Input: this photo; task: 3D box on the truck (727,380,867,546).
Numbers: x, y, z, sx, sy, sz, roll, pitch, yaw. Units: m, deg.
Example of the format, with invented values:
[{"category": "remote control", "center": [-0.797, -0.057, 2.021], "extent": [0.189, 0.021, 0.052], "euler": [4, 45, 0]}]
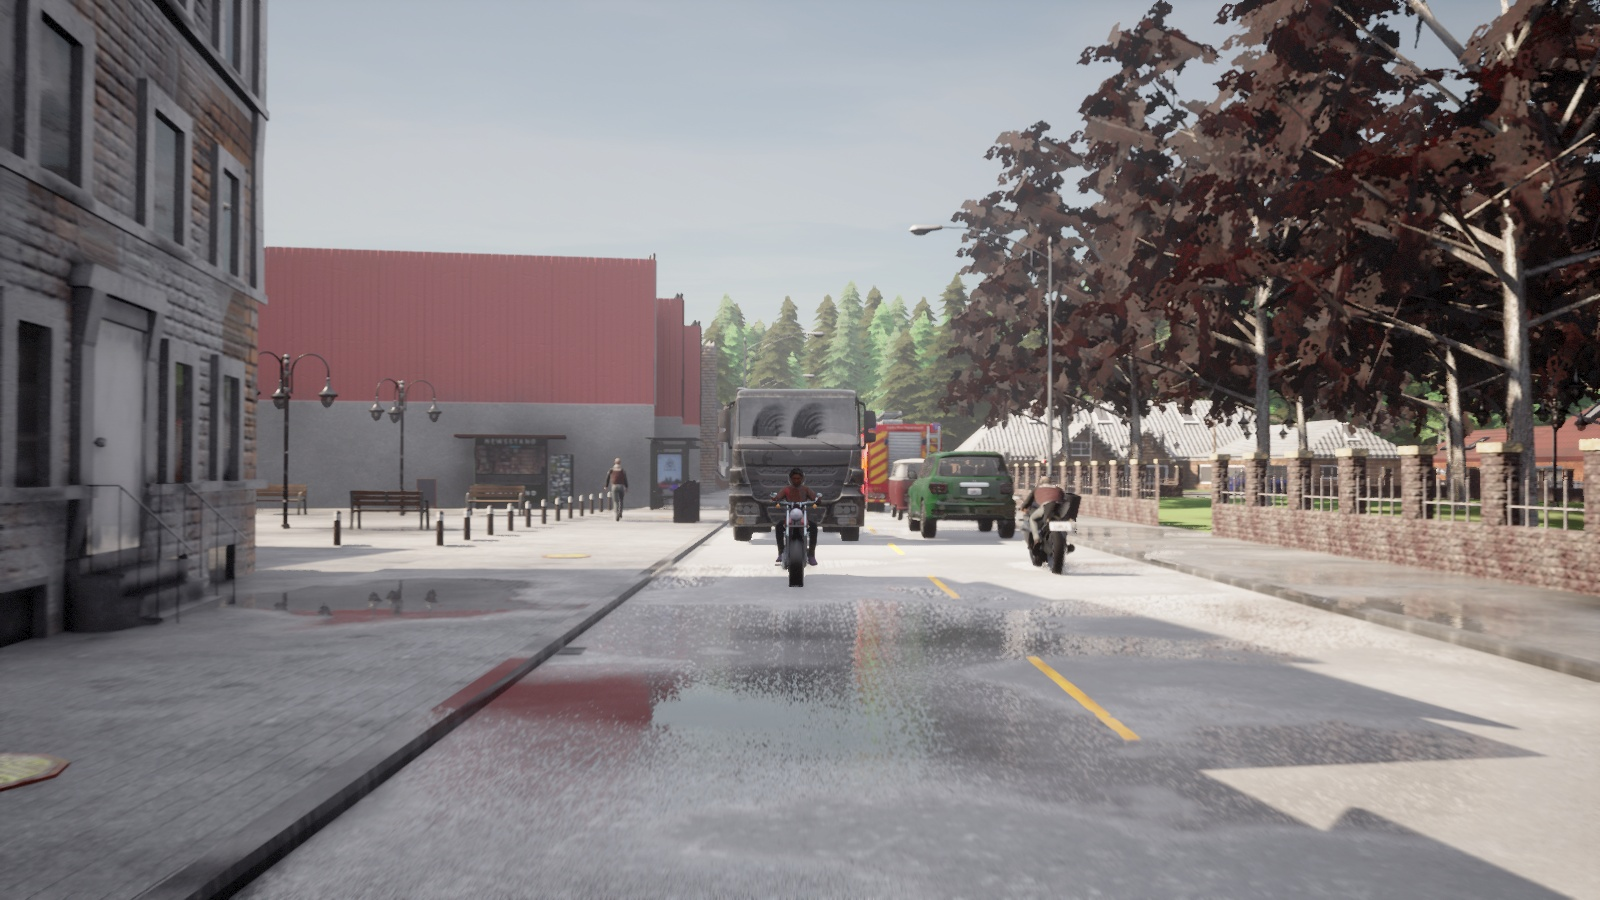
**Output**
[{"category": "truck", "center": [-0.066, 0.338, 30.163], "extent": [2.891, 3.462, 7.936], "euler": [0, -1, 0]}]

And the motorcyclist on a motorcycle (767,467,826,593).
[{"category": "motorcyclist on a motorcycle", "center": [-0.043, 1.061, 17.654], "extent": [0.766, 1.649, 2.350], "euler": [0, -1, 0]}]

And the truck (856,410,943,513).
[{"category": "truck", "center": [3.912, 0.491, 51.181], "extent": [2.891, 3.827, 8.468], "euler": [0, -1, 0]}]

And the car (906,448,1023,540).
[{"category": "car", "center": [3.937, 1.038, 31.062], "extent": [2.150, 2.045, 5.566], "euler": [0, -1, 0]}]

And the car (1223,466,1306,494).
[{"category": "car", "center": [29.929, 1.910, 81.020], "extent": [4.553, 1.767, 2.097], "euler": [0, -1, -2]}]

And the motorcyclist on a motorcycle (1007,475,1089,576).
[{"category": "motorcyclist on a motorcycle", "center": [3.951, 1.172, 20.193], "extent": [0.866, 1.530, 2.191], "euler": [0, -1, 0]}]

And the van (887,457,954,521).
[{"category": "van", "center": [3.924, 1.247, 41.536], "extent": [1.775, 1.987, 4.442], "euler": [0, -1, 0]}]

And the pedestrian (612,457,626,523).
[{"category": "pedestrian", "center": [-5.142, 1.143, 35.707], "extent": [0.376, 1.854, 0.720], "euler": [0, -1, -6]}]
